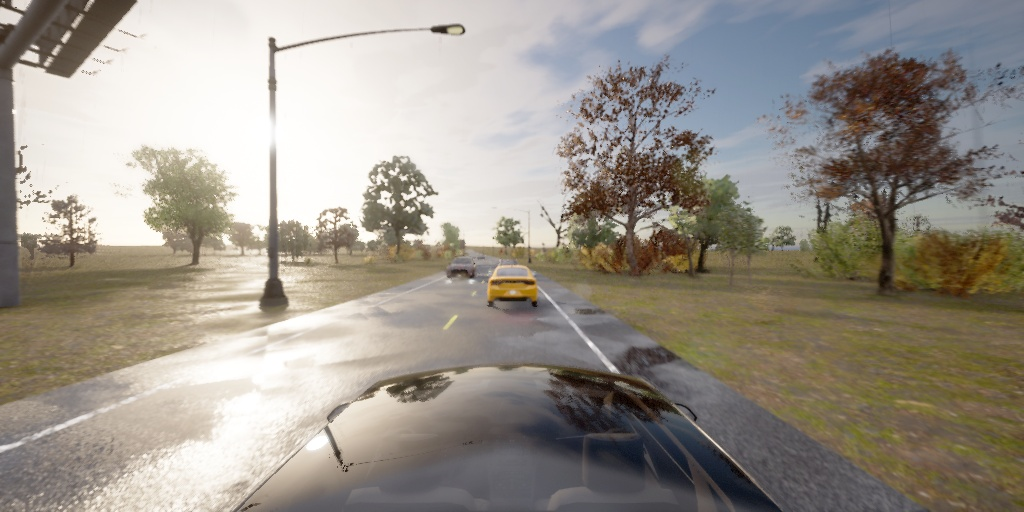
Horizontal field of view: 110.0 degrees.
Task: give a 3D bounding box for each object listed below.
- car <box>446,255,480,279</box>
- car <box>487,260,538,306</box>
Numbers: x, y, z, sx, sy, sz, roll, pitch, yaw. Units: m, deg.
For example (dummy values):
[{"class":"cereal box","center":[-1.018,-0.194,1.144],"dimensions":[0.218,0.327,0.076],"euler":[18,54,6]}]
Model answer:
[{"class":"car","center":[-3.971,0.874,28.895],"dimensions":[2.097,1.767,4.553],"euler":[0,1,-1]},{"class":"car","center":[-0.002,1.116,15.129],"dimensions":[1.882,1.535,5.008],"euler":[0,0,-1]}]
